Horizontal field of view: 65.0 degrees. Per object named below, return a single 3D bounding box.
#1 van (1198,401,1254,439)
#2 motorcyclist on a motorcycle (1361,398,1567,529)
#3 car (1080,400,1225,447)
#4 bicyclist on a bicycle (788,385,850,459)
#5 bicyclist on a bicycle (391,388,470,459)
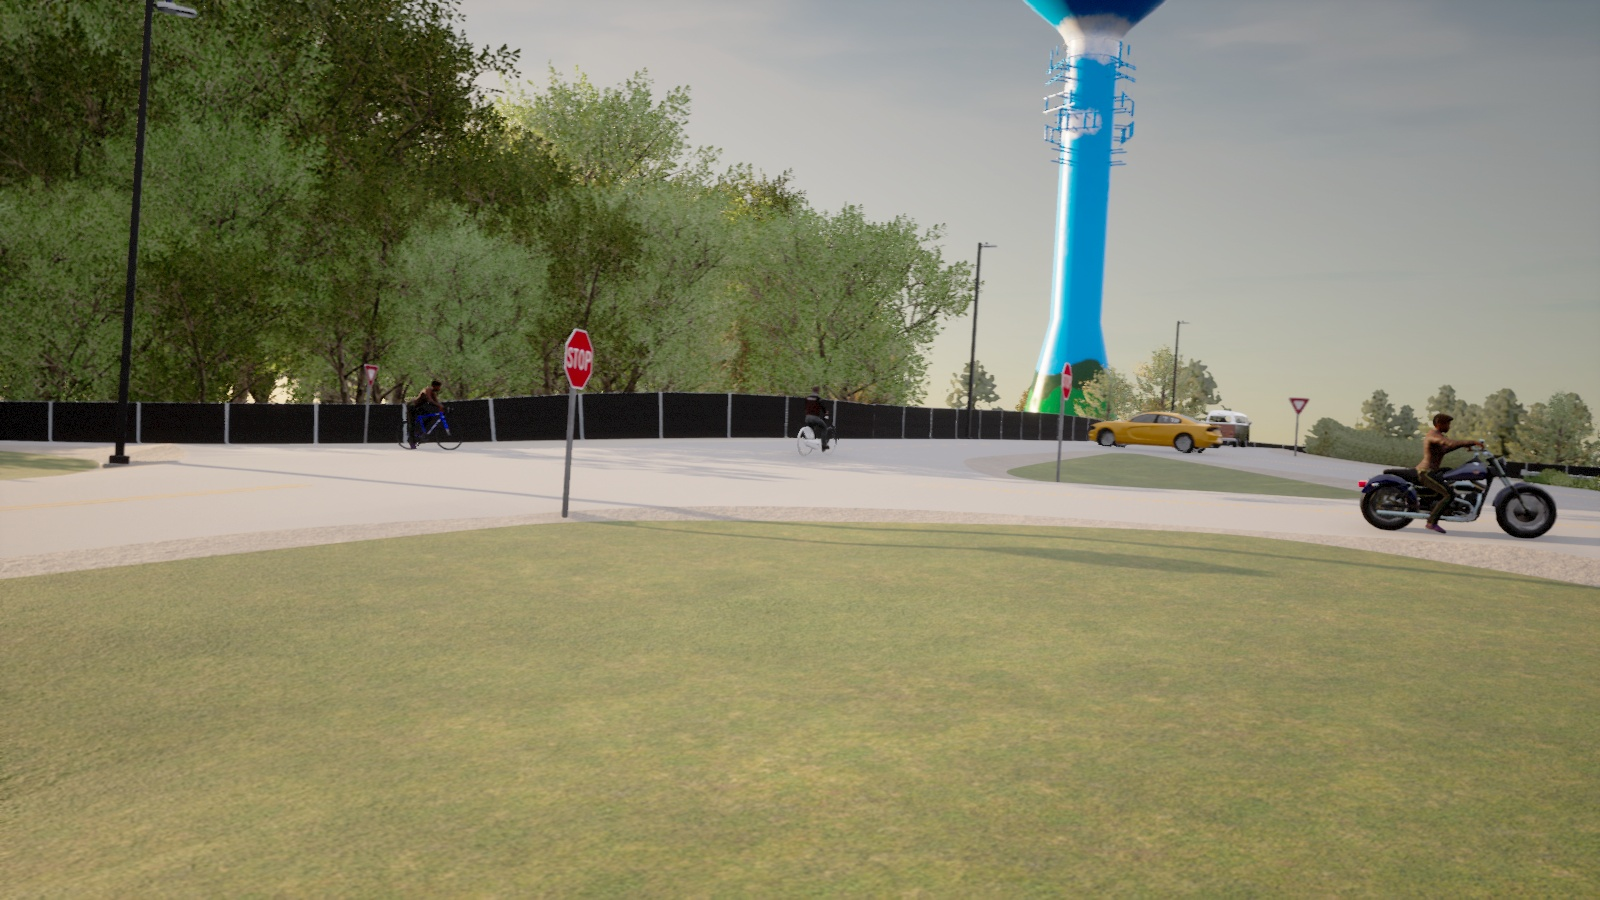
[{"bbox_3d":[24.432,-1.705,71.908,2.069,2.038,4.480,2,2,31],"label":"van"},{"bbox_3d":[8.781,0.139,16.741,2.350,1.649,0.766,1,3,24],"label":"motorcyclist on a motorcycle"},{"bbox_3d":[13.635,-1.039,48.673,5.008,1.535,1.882,4,2,32],"label":"car"},{"bbox_3d":[0.489,-0.727,31.272,0.659,1.776,1.843,3,4,32],"label":"bicyclist on a bicycle"},{"bbox_3d":[-8.590,-0.617,29.210,1.656,1.620,0.582,0,1,6],"label":"bicyclist on a bicycle"}]
